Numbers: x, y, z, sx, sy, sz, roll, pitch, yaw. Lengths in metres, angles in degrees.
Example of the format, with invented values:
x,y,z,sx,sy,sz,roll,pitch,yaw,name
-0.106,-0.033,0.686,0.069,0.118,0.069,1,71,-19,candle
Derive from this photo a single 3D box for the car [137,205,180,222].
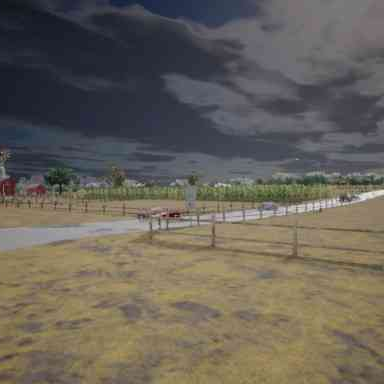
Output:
x,y,z,sx,sy,sz,roll,pitch,yaw,name
-3.208,2.050,32.670,1.882,1.535,5.008,-2,-2,36,car

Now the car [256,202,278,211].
x,y,z,sx,sy,sz,roll,pitch,yaw,name
12.246,2.270,53.760,2.033,1.411,5.357,-2,0,36,car

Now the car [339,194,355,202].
x,y,z,sx,sy,sz,roll,pitch,yaw,name
39.302,1.423,85.029,2.150,2.045,5.566,-2,0,36,car
